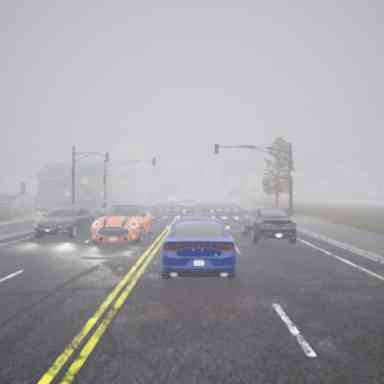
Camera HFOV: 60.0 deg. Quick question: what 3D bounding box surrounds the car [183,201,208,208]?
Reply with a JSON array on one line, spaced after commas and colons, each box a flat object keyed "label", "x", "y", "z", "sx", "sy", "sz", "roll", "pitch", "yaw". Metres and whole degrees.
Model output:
[{"label": "car", "x": 0.375, "y": 1.521, "z": 20.678, "sx": 2.033, "sy": 1.411, "sz": 5.357, "roll": 0, "pitch": 0, "yaw": 1}]

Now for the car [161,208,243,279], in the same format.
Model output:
[{"label": "car", "x": 0.186, "y": 1.462, "z": 10.034, "sx": 1.882, "sy": 1.535, "sz": 5.008, "roll": 0, "pitch": 0, "yaw": 1}]

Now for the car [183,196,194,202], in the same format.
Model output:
[{"label": "car", "x": -0.661, "y": 1.491, "z": 67.629, "sx": 2.128, "sy": 1.511, "sz": 4.902, "roll": 0, "pitch": 0, "yaw": 5}]

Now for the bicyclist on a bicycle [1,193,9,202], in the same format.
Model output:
[{"label": "bicyclist on a bicycle", "x": -24.045, "y": 0.947, "z": 42.927, "sx": 0.582, "sy": 1.620, "sz": 1.656, "roll": 1, "pitch": -1, "yaw": 16}]

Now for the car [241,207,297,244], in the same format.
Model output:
[{"label": "car", "x": 3.527, "y": 1.482, "z": 15.744, "sx": 1.837, "sy": 1.490, "sz": 4.892, "roll": 0, "pitch": 0, "yaw": 1}]

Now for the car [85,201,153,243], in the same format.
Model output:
[{"label": "car", "x": -3.154, "y": 1.330, "z": 15.751, "sx": 2.097, "sy": 1.767, "sz": 4.553, "roll": 0, "pitch": 0, "yaw": 1}]

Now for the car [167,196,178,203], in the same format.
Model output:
[{"label": "car", "x": -3.897, "y": 1.511, "z": 67.901, "sx": 1.812, "sy": 1.442, "sz": 4.674, "roll": 0, "pitch": 0, "yaw": 4}]

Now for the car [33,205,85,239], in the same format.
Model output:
[{"label": "car", "x": -6.370, "y": 1.485, "z": 17.211, "sx": 1.837, "sy": 1.490, "sz": 4.892, "roll": 0, "pitch": 0, "yaw": 1}]
